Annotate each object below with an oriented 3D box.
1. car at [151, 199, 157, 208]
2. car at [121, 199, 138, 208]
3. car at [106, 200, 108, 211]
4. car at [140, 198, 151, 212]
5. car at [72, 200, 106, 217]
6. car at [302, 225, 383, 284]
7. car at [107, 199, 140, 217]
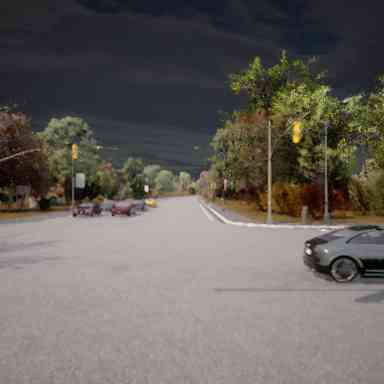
[{"bbox_3d":[-7.045,1.851,55.646,1.882,1.535,5.008,0,0,1],"label":"car"},{"bbox_3d":[-10.551,1.883,56.286,1.837,1.490,4.892,0,-1,0],"label":"car"},{"bbox_3d":[-10.602,1.791,42.723,1.837,1.490,4.892,0,0,0],"label":"car"},{"bbox_3d":[-7.099,1.803,44.420,1.837,1.490,4.892,0,0,0],"label":"car"},{"bbox_3d":[-10.608,1.792,33.908,1.994,1.385,4.181,0,0,0],"label":"car"},{"bbox_3d":[5.255,1.627,9.177,4.181,1.385,1.994,0,0,3],"label":"car"},{"bbox_3d":[-7.106,1.713,35.012,1.882,1.535,5.008,0,0,0],"label":"car"}]
